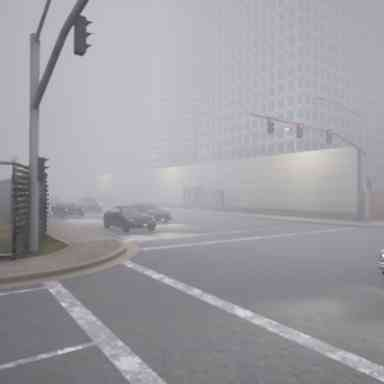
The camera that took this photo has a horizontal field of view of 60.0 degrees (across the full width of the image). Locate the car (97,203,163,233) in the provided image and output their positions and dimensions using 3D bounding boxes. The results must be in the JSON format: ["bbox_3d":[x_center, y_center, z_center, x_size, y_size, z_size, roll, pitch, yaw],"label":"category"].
[{"bbox_3d":[-3.898,1.549,20.154,1.812,1.442,4.674,1,0,-35],"label":"car"}]

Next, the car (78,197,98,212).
[{"bbox_3d":[-11.683,1.411,37.185,2.097,1.767,4.553,1,-1,-35],"label":"car"}]

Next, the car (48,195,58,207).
[{"bbox_3d":[-21.689,1.440,51.444,2.097,1.767,4.553,1,0,-35],"label":"car"}]

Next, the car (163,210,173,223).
[{"bbox_3d":[-3.584,1.604,25.757,2.033,1.411,5.357,1,0,-35],"label":"car"}]

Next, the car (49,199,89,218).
[{"bbox_3d":[-11.446,1.624,30.790,1.895,1.301,4.718,1,0,-35],"label":"car"}]

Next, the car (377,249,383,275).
[{"bbox_3d":[6.867,1.669,8.763,4.718,1.301,1.895,1,0,-35],"label":"car"}]

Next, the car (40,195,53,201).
[{"bbox_3d":[-37.665,1.595,86.050,1.882,1.535,5.008,1,0,-35],"label":"car"}]
